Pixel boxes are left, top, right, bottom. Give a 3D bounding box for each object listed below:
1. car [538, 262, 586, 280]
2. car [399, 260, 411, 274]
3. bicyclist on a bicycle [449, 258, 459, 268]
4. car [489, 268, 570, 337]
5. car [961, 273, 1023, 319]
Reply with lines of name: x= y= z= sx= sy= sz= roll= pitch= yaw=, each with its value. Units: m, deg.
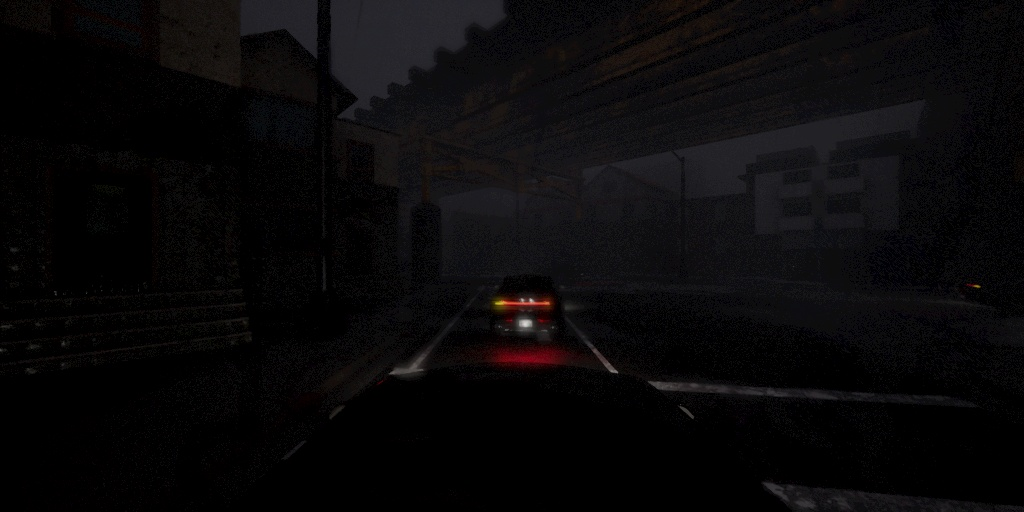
car: x=3.864 y=1.237 z=30.128 sx=2.128 sy=1.511 sz=4.902 roll=0 pitch=0 yaw=-45
car: x=-11.212 y=1.249 z=40.108 sx=1.837 sy=1.490 sz=4.892 roll=0 pitch=0 yaw=-44
bicyclist on a bicycle: x=-8.572 y=1.045 z=53.038 sx=1.656 sy=1.620 sz=0.582 roll=0 pitch=0 yaw=-45
car: x=0.489 y=1.254 z=10.370 sx=1.837 sy=1.490 sz=4.892 roll=0 pitch=0 yaw=4
car: x=17.742 y=1.240 z=11.013 sx=2.128 sy=1.511 sz=4.902 roll=0 pitch=0 yaw=-43
